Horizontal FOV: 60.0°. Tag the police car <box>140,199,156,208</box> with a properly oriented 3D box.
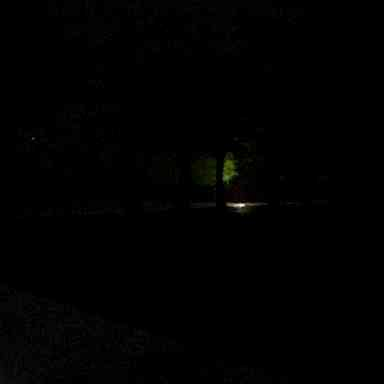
[{"bbox_3d":[-8.314,1.963,55.621,2.038,1.542,4.974,-1,-1,36],"label":"police car"}]
